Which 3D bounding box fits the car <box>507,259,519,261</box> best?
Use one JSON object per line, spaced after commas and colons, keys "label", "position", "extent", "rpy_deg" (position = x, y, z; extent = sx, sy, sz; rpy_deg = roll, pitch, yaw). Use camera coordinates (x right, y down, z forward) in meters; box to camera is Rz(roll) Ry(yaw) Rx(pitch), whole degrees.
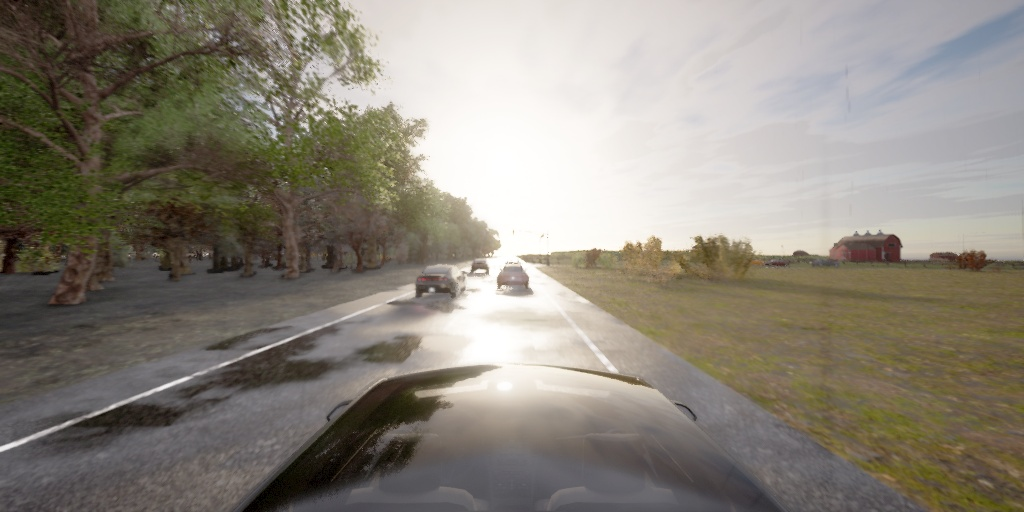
{"label": "car", "position": [0.092, 1.047, 39.792], "extent": [2.128, 1.511, 4.902], "rpy_deg": [0, 0, 0]}

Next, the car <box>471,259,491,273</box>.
{"label": "car", "position": [-3.408, 1.059, 39.739], "extent": [1.837, 1.490, 4.892], "rpy_deg": [0, 0, 0]}

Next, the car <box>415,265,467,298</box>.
{"label": "car", "position": [-3.448, 1.176, 17.922], "extent": [1.837, 1.490, 4.892], "rpy_deg": [0, 1, 0]}

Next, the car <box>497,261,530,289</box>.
{"label": "car", "position": [0.075, 1.211, 22.427], "extent": [1.994, 1.385, 4.181], "rpy_deg": [0, 0, 0]}
